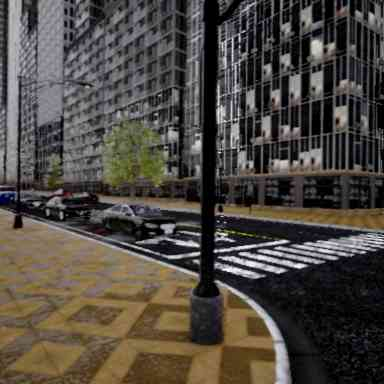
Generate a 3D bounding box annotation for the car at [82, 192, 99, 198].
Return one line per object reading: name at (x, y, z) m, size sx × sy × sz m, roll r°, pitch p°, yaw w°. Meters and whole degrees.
car at (-14.245, 0.715, 45.503) m, size 1.812 × 1.442 × 4.674 m, roll 1°, pitch 1°, yaw -39°

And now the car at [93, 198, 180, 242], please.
car at (-2.482, 1.285, 15.420) m, size 2.128 × 1.511 × 4.902 m, roll 1°, pitch 1°, yaw -39°

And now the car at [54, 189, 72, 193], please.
car at (-20.738, 0.299, 53.484) m, size 2.097 × 1.767 × 4.553 m, roll 1°, pitch 1°, yaw -40°

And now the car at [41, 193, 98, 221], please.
car at (-8.475, 1.077, 22.730) m, size 1.837 × 1.490 × 4.892 m, roll 1°, pitch 1°, yaw -39°

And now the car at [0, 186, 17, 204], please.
car at (-21.558, 0.309, 38.828) m, size 2.150 × 2.045 × 5.566 m, roll 1°, pitch 1°, yaw -39°

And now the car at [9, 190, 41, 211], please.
car at (-14.872, 0.828, 30.558) m, size 2.128 × 1.511 × 4.902 m, roll 1°, pitch 1°, yaw -39°
